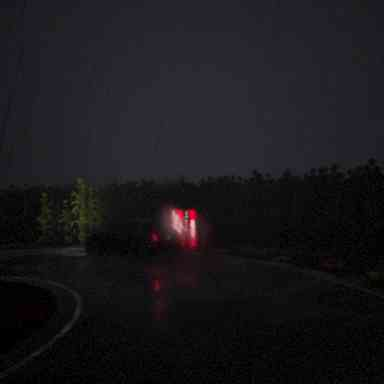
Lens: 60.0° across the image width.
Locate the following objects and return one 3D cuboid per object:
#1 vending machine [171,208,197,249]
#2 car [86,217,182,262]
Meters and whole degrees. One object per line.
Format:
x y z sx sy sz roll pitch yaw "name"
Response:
-0.422 1.928 18.054 0.880 2.100 1.100 -2 -3 30 "vending machine"
-2.746 2.019 15.175 4.553 1.767 2.097 -3 -2 34 "car"
